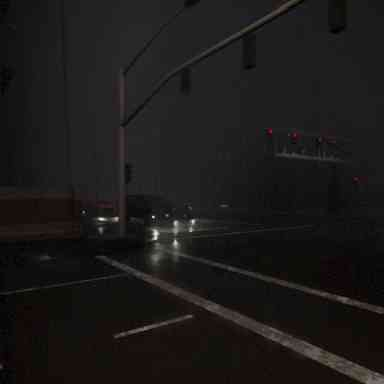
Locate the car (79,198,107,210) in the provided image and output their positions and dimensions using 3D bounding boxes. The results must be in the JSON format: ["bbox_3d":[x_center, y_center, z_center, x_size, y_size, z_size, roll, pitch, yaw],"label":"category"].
[{"bbox_3d":[-13.315,1.547,44.569,2.033,1.411,5.357,0,0,-36],"label":"car"}]

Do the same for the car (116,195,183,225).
[{"bbox_3d":[-3.282,1.222,24.587,2.150,2.045,5.566,0,0,-36],"label":"car"}]

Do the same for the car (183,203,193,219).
[{"bbox_3d":[-1.867,1.352,28.620,2.097,1.767,4.553,0,0,-36],"label":"car"}]

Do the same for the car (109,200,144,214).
[{"bbox_3d":[-7.111,1.601,35.918,1.895,1.301,4.718,0,0,-36],"label":"car"}]

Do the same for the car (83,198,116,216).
[{"bbox_3d":[-9.045,1.478,32.612,1.882,1.535,5.008,0,0,-36],"label":"car"}]
